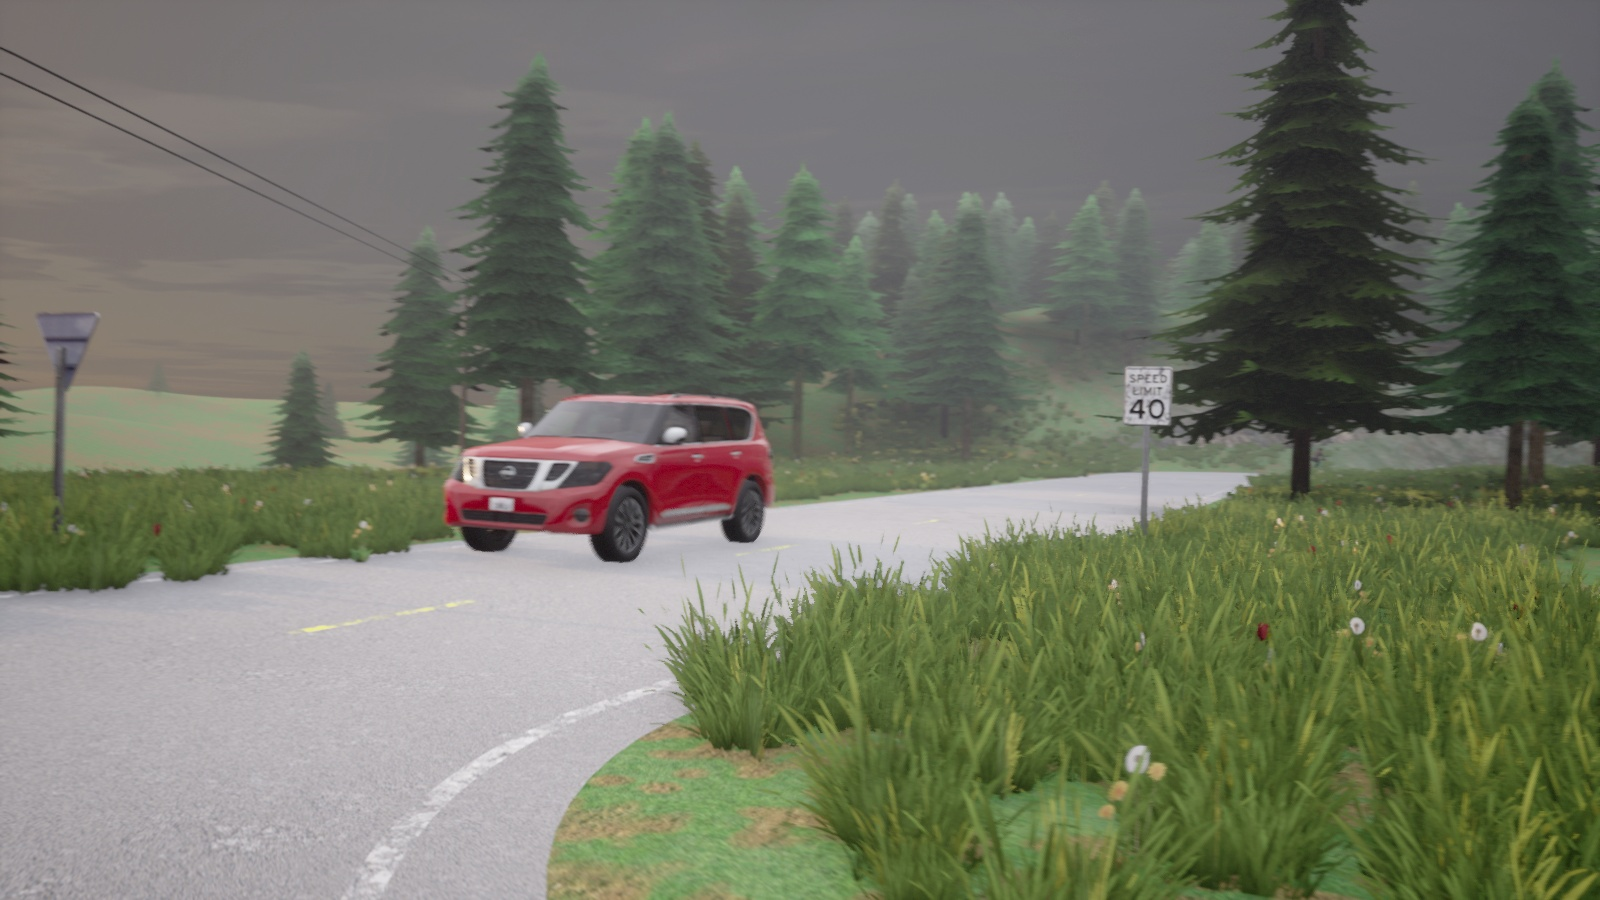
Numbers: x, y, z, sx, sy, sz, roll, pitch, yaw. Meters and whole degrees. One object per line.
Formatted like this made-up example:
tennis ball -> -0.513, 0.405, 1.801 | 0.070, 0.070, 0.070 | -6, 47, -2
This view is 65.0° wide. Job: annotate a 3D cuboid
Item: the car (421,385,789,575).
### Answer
car -> -2.254, 0.280, 16.524 | 2.150, 2.045, 5.566 | 1, 1, 23
